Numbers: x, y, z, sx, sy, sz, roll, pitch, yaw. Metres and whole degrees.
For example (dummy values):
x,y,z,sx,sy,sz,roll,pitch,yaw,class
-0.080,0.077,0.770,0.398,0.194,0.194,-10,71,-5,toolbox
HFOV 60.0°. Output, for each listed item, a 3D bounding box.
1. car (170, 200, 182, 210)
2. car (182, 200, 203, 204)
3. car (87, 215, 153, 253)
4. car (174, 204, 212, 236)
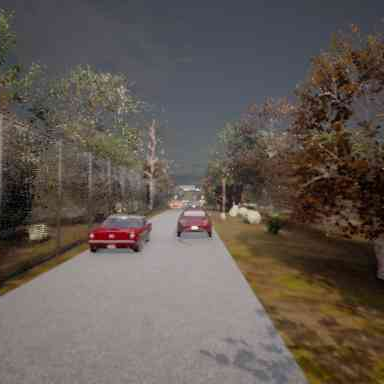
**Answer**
x,y,z,sx,sy,sz,roll,pitch,yaw,class
-2.552,2.039,55.604,2.097,1.767,4.553,0,-1,1,car
0.245,1.766,40.720,2.097,1.767,4.553,0,-1,1,car
-2.828,1.651,13.951,1.895,1.301,4.718,0,0,0,car
0.136,1.615,18.696,1.812,1.442,4.674,0,-1,0,car
